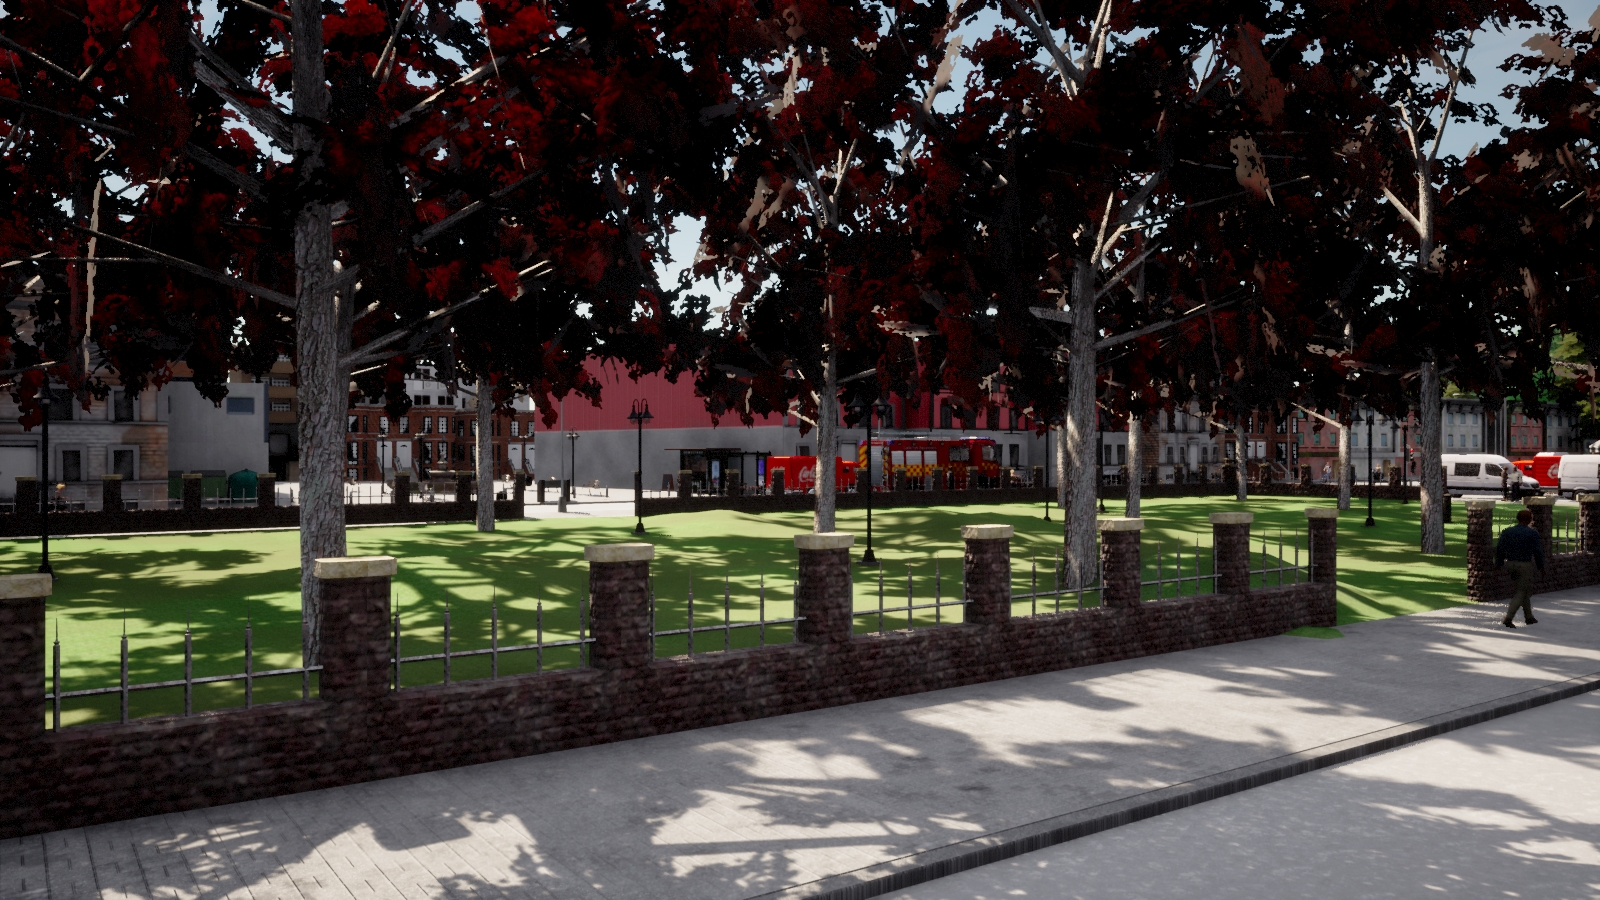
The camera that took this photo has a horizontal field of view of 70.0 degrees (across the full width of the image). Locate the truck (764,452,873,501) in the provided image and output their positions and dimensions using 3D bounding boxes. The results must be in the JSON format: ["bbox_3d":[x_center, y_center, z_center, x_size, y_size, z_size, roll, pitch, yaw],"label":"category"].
[{"bbox_3d":[0.982,1.348,60.339,5.204,2.467,2.627,0,0,-35],"label":"truck"}]

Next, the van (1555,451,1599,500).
[{"bbox_3d":[42.801,1.314,59.145,1.988,2.561,5.915,0,0,-34],"label":"van"}]

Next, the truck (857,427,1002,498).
[{"bbox_3d":[7.473,0.671,65.186,8.468,3.827,2.891,0,0,-35],"label":"truck"}]

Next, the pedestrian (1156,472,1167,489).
[{"bbox_3d":[23.691,2.009,74.858,0.500,1.100,0.500,0,0,-37],"label":"pedestrian"}]

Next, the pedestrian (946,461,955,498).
[{"bbox_3d":[7.808,1.524,59.260,0.375,1.860,0.375,0,0,-16],"label":"pedestrian"}]

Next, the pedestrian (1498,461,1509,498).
[{"bbox_3d":[36.422,1.523,59.143,0.375,1.860,0.375,0,0,-43],"label":"pedestrian"}]

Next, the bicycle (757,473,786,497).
[{"bbox_3d":[-1.570,1.936,63.434,1.643,1.296,0.373,0,0,-35],"label":"bicycle"}]

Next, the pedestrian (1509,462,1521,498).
[{"bbox_3d":[36.649,1.525,58.558,0.375,1.860,0.375,0,0,-33],"label":"pedestrian"}]

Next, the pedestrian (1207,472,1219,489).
[{"bbox_3d":[25.886,1.906,71.583,0.500,1.100,0.500,0,0,-32],"label":"pedestrian"}]

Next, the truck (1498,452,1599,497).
[{"bbox_3d":[43.313,1.345,65.355,2.627,2.467,5.204,0,0,-35],"label":"truck"}]

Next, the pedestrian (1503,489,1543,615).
[{"bbox_3d":[10.942,1.525,17.298,0.375,1.860,0.375,0,0,-28],"label":"pedestrian"}]

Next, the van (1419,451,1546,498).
[{"bbox_3d":[38.735,1.314,65.046,1.988,2.561,5.915,0,0,-34],"label":"van"}]
